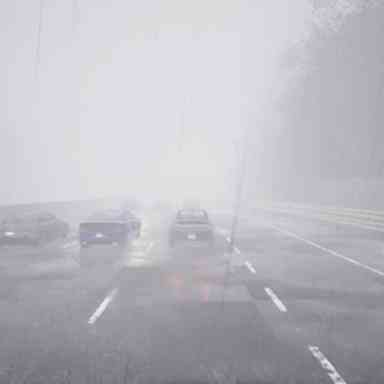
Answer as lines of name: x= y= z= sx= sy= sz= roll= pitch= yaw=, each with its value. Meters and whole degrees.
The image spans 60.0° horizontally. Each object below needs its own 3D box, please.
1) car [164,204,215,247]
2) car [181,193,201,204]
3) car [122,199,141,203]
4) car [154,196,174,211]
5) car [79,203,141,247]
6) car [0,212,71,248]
car: x=-0.003 y=1.505 z=15.149 sx=2.128 sy=1.511 sz=4.902 roll=0 pitch=0 yaw=0
car: x=-0.007 y=1.387 z=40.558 sx=2.097 sy=1.767 sz=4.553 roll=0 pitch=0 yaw=0
car: x=-7.006 y=1.540 z=38.133 sx=1.837 sy=1.490 sz=4.892 roll=0 pitch=0 yaw=0
car: x=-3.505 y=1.583 z=40.510 sx=2.033 sy=1.411 sz=5.357 roll=0 pitch=0 yaw=0
car: x=-3.505 y=1.491 z=15.009 sx=1.882 sy=1.535 sz=5.008 roll=0 pitch=0 yaw=0
car: x=-7.004 y=1.577 z=14.833 sx=1.994 sy=1.385 sz=4.181 roll=0 pitch=0 yaw=0
